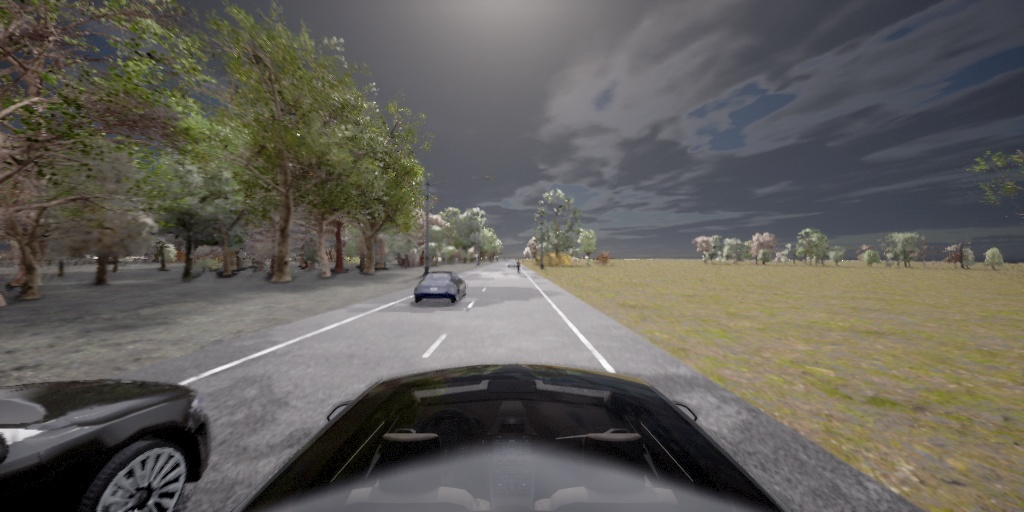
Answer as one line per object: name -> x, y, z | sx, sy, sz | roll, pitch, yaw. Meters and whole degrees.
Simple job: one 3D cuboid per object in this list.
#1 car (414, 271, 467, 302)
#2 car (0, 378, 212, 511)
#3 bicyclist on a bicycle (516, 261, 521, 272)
car -> -3.400, 1.418, 17.617 | 1.994, 1.385, 4.181 | 0, 0, 0
car -> -3.396, 1.237, 0.961 | 2.128, 1.511, 4.902 | 0, 0, 0
bicyclist on a bicycle -> 0.969, 1.506, 47.822 | 0.582, 1.620, 1.656 | 0, -1, 0
